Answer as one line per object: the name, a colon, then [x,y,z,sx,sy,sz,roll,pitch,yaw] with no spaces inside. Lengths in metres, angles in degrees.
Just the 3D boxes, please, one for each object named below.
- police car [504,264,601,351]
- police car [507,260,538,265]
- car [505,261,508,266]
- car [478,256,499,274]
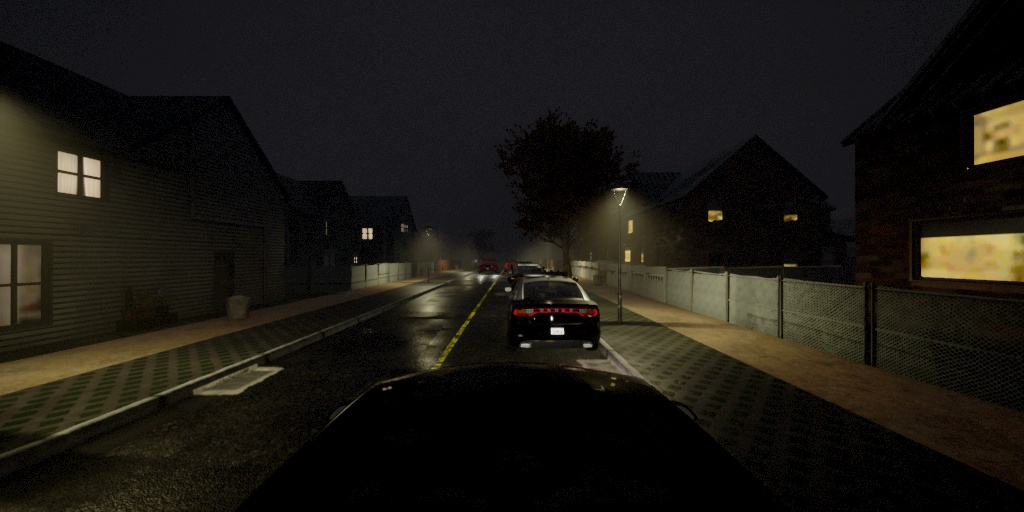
police car: [0.839,1.178,9.165,1.930,1.638,5.238,0,0,0]
police car: [0.858,1.184,19.165,1.930,1.638,5.238,0,0,0]
car: [0.130,1.209,47.979,2.097,1.767,4.553,0,0,1]
car: [-2.672,1.044,42.003,2.150,2.045,5.566,0,0,0]
